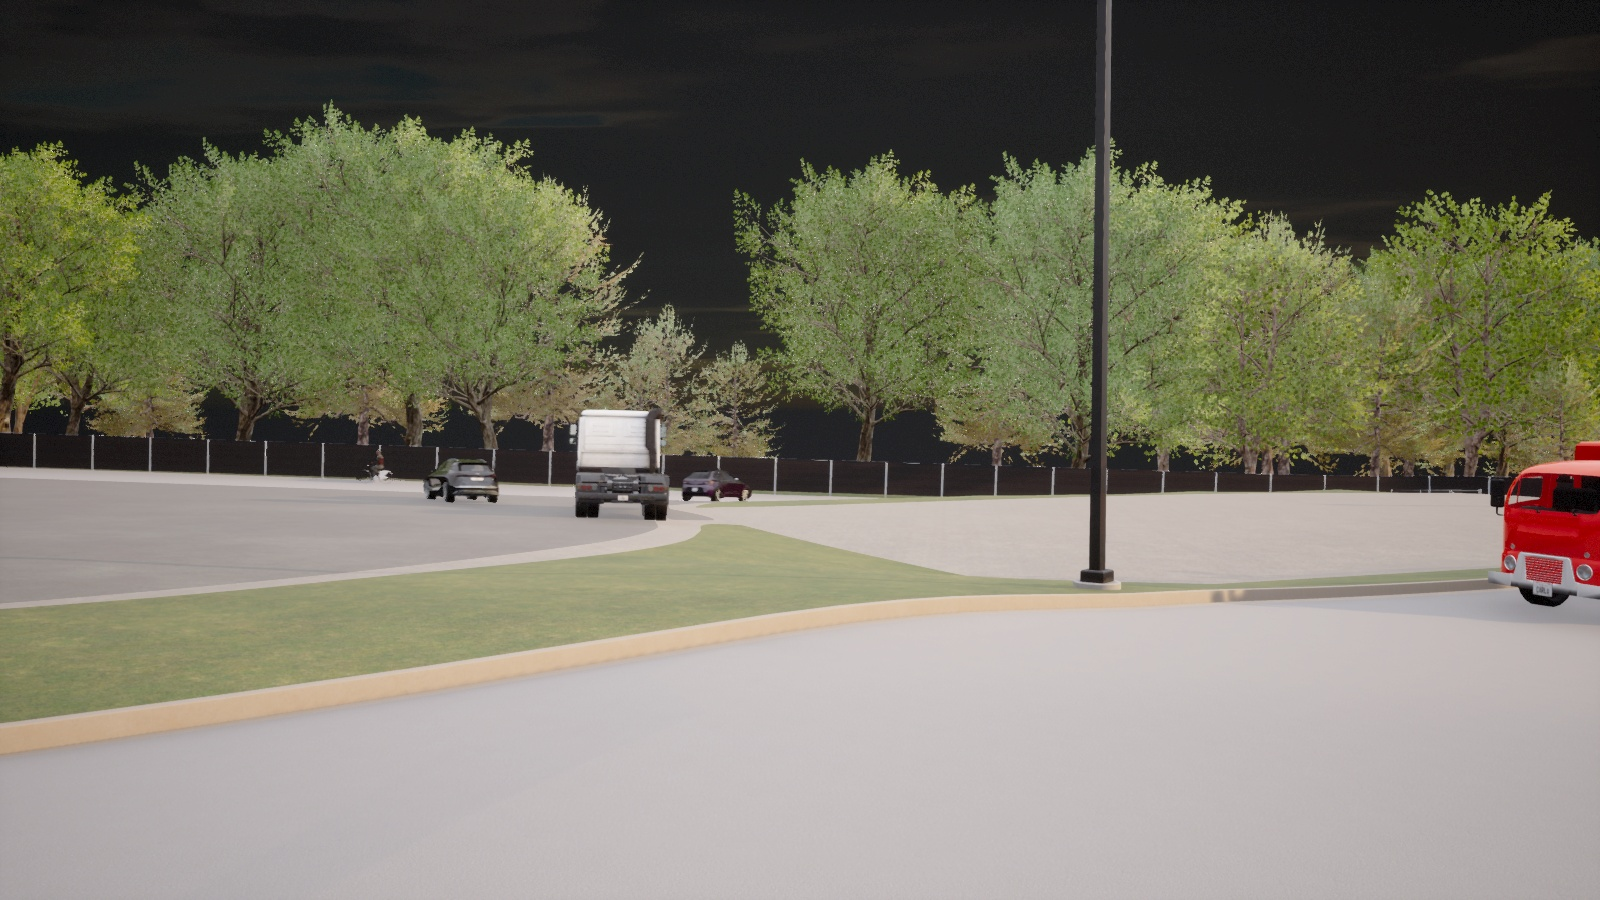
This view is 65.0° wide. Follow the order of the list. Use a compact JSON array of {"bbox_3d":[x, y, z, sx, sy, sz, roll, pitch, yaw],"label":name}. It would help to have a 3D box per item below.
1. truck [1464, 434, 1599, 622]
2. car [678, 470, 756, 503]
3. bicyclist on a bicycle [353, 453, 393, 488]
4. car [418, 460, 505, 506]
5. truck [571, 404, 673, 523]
[{"bbox_3d":[12.800,1.018,18.328,5.204,2.467,2.627,0,2,-20],"label":"truck"},{"bbox_3d":[-3.820,1.718,58.451,1.816,1.474,4.193,0,-2,25],"label":"car"},{"bbox_3d":[-22.642,1.101,66.580,1.843,1.776,0.659,2,2,0],"label":"bicyclist on a bicycle"},{"bbox_3d":[-12.990,1.238,48.013,2.033,1.649,4.856,2,-1,-29],"label":"car"},{"bbox_3d":[-5.838,0.366,40.534,2.891,3.462,7.936,1,0,-10],"label":"truck"}]
